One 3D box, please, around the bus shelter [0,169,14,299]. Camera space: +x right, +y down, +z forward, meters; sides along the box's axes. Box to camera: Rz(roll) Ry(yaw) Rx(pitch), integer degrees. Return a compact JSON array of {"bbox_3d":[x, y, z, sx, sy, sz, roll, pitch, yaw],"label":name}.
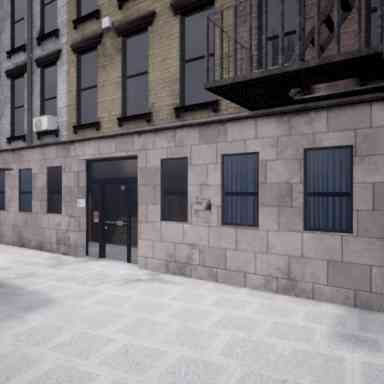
[{"bbox_3d":[-6.019,0.874,7.573,3.880,2.740,1.920,0,0,35],"label":"bus shelter"}]
